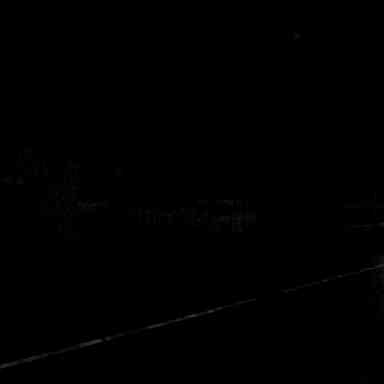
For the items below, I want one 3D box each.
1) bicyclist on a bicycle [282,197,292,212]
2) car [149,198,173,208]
[{"bbox_3d":[10.004,1.328,34.946,1.656,1.620,0.582,0,0,-36],"label":"bicyclist on a bicycle"},{"bbox_3d":[-4.526,1.551,48.287,1.812,1.442,4.674,0,0,-36],"label":"car"}]
